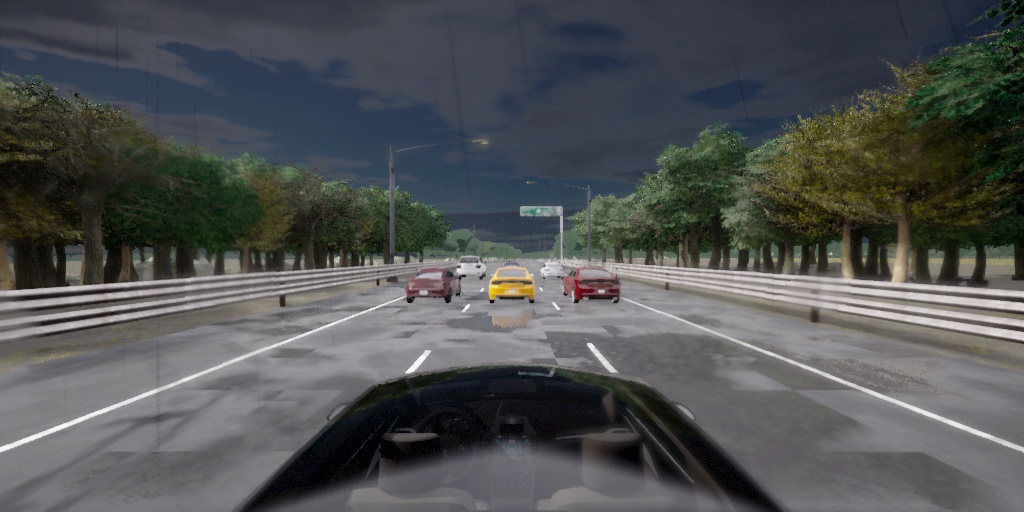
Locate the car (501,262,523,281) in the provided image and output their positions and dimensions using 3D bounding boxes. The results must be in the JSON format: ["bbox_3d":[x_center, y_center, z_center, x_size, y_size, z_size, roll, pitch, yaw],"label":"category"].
[{"bbox_3d":[0.000,1.299,31.501,1.812,1.442,4.674,0,0,0],"label":"car"}]

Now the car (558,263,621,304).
[{"bbox_3d":[3.500,1.237,16.500,1.882,1.535,5.008,0,0,0],"label":"car"}]

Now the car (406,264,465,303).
[{"bbox_3d":[-3.500,1.285,16.500,1.812,1.442,4.674,0,0,0],"label":"car"}]

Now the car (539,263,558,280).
[{"bbox_3d":[3.500,1.300,31.500,1.812,1.442,4.674,0,0,0],"label":"car"}]

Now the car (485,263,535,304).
[{"bbox_3d":[0.000,1.237,16.501,1.882,1.535,5.008,0,0,0],"label":"car"}]

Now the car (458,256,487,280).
[{"bbox_3d":[-3.500,1.024,31.531,2.150,2.045,5.566,0,0,0],"label":"car"}]
